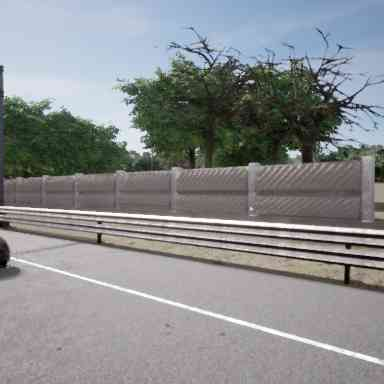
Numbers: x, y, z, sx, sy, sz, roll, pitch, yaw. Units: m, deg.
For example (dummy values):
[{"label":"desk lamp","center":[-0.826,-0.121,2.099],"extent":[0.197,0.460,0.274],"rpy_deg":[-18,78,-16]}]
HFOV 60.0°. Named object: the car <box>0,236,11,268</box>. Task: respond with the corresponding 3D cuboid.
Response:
[{"label":"car","center":[-7.295,1.564,10.126],"extent":[4.181,1.385,1.994],"rpy_deg":[0,0,39]}]
